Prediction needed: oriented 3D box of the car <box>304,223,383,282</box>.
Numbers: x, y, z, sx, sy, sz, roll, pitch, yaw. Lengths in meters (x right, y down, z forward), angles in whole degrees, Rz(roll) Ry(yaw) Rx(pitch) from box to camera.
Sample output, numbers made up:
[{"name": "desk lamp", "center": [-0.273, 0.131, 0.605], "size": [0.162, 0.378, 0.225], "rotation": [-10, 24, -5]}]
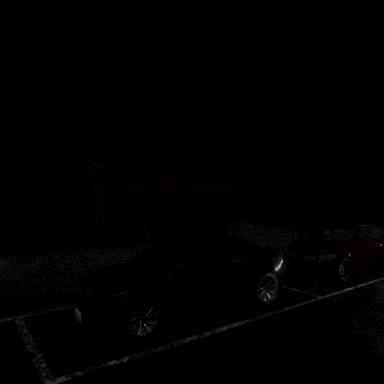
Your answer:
[{"name": "car", "center": [4.454, 1.582, 9.708], "size": [4.206, 1.307, 1.802], "rotation": [0, 0, -35]}]

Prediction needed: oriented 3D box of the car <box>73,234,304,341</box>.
[{"name": "car", "center": [-0.027, 1.566, 6.516], "size": [4.313, 1.339, 1.947], "rotation": [0, 0, -35]}]
